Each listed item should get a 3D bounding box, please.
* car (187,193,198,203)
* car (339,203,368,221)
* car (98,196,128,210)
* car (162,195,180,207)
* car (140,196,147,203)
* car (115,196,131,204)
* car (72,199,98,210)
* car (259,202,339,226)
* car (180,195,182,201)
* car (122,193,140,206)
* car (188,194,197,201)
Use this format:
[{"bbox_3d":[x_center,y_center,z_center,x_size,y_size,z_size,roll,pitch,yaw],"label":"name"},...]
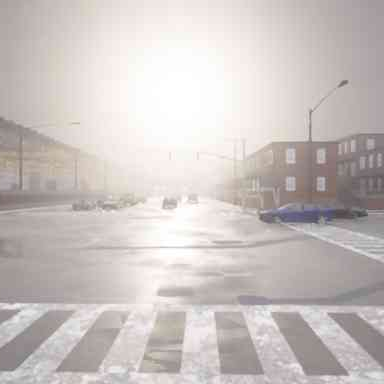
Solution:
[{"bbox_3d":[0.117,1.229,71.298,2.150,2.045,5.566,0,0,0],"label":"car"},{"bbox_3d":[11.294,1.554,27.024,5.357,1.411,2.033,0,0,3],"label":"car"},{"bbox_3d":[-10.502,1.558,44.379,2.033,1.411,5.357,0,0,0],"label":"car"},{"bbox_3d":[-3.316,1.364,50.896,2.097,1.767,4.553,0,0,0],"label":"car"},{"bbox_3d":[-10.389,1.522,68.367,1.837,1.490,4.892,0,0,0],"label":"car"},{"bbox_3d":[-13.894,1.508,67.162,2.128,1.511,4.902,0,0,0],"label":"car"},{"bbox_3d":[-14.007,1.611,43.477,1.895,1.301,4.718,0,0,0],"label":"car"},{"bbox_3d":[7.159,1.483,23.136,5.008,1.535,1.882,0,0,-4],"label":"car"},{"bbox_3d":[-3.367,1.497,80.741,1.882,1.535,5.008,0,0,0],"label":"car"},{"bbox_3d":[-10.474,1.234,54.858,2.150,2.045,5.566,0,0,0],"label":"car"},{"bbox_3d":[0.134,1.324,81.741,2.097,1.767,4.553,0,0,0],"label":"car"}]
